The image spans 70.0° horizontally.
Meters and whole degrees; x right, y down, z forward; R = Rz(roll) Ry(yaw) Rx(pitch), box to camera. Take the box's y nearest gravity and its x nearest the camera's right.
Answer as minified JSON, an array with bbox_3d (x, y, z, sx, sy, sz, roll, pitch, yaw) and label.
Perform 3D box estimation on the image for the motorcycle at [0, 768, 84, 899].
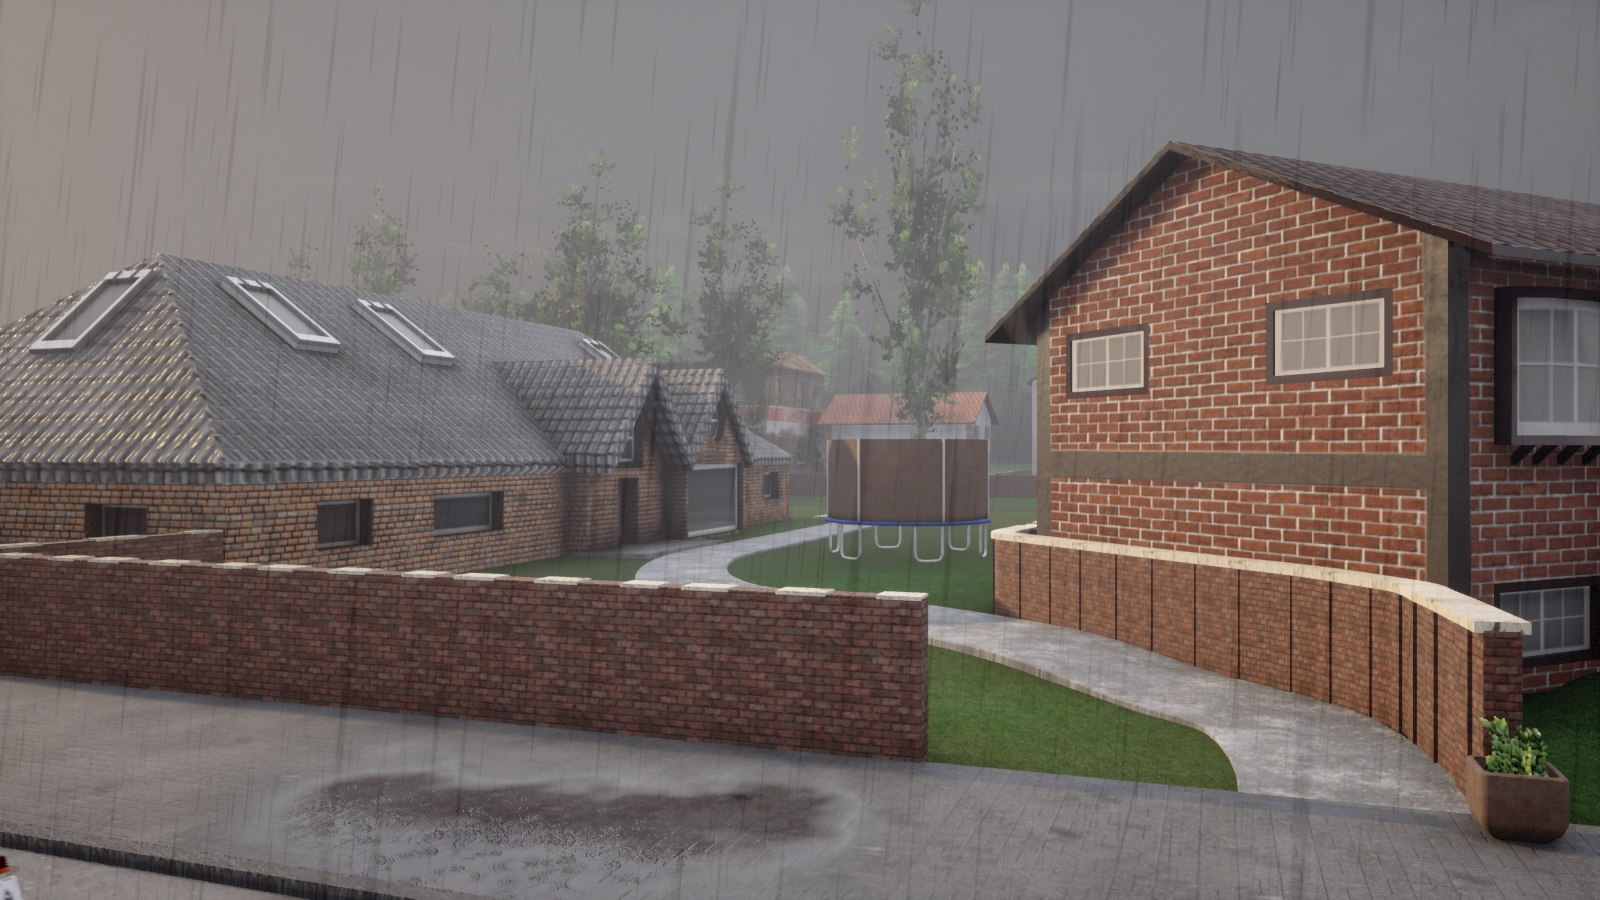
[{"bbox_3d":[-4.547,2.186,5.486,2.033,1.199,0.803,0,0,20],"label":"motorcycle"}]
